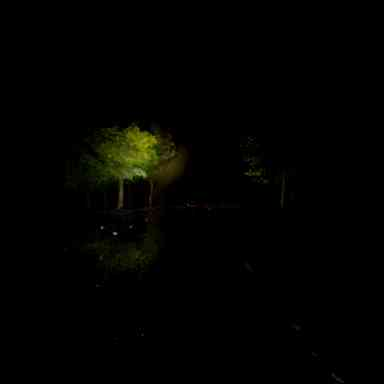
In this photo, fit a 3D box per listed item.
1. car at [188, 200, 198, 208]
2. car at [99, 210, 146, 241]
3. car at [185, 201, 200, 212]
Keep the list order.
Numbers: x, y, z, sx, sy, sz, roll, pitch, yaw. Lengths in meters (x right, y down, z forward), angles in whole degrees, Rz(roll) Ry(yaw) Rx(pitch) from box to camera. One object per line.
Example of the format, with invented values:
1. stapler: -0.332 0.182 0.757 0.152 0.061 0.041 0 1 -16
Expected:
1. car: 0.158 2.459 67.081 1.882 1.535 5.008 0 -1 0
2. car: -3.571 1.685 17.782 1.812 1.442 4.674 0 -1 0
3. car: 0.143 2.132 48.823 1.837 1.490 4.892 0 -1 0
